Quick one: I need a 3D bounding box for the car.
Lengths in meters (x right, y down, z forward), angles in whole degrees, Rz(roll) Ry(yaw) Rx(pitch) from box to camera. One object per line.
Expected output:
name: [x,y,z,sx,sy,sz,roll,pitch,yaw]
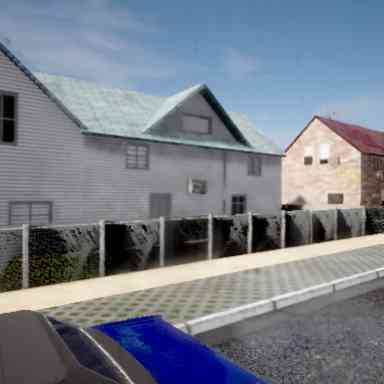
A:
car: [-1.764,1.603,1.805,4.718,1.301,1.895,0,0,-35]
